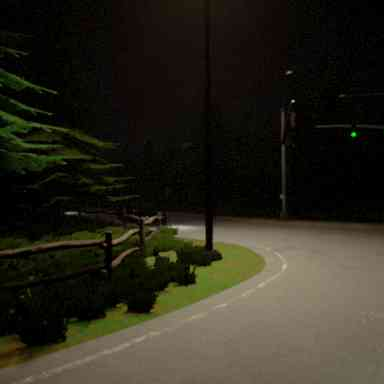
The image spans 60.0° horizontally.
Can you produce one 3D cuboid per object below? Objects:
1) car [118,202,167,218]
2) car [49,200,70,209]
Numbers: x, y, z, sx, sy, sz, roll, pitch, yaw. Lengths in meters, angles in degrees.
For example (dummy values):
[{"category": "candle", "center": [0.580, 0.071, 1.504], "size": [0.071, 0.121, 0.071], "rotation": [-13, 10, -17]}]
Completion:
[{"category": "car", "center": [-3.522, 1.509, 23.274], "size": [1.837, 1.490, 4.892], "rotation": [-1, 1, -38]}, {"category": "car", "center": [-16.046, 1.695, 39.722], "size": [1.994, 1.385, 4.181], "rotation": [-1, 0, -37]}]
